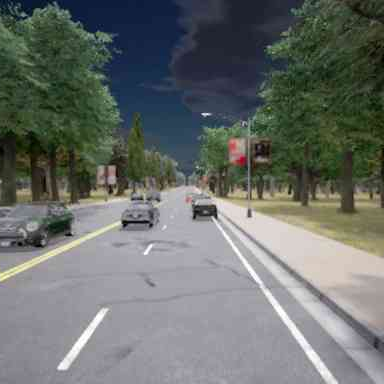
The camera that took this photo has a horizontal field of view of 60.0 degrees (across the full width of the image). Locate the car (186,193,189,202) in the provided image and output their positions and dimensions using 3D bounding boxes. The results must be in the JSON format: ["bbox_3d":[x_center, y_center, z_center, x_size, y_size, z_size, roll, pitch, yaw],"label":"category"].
[{"bbox_3d":[0.018,0.858,59.877,2.097,1.767,4.553,0,0,0],"label":"car"}]

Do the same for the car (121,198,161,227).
[{"bbox_3d":[-3.144,1.367,20.979,2.033,1.411,5.357,0,0,0],"label":"car"}]

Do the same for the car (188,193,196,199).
[{"bbox_3d":[0.024,0.934,79.037,1.895,1.301,4.718,0,0,0],"label":"car"}]

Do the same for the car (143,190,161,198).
[{"bbox_3d":[-6.530,0.749,56.824,2.150,2.045,5.566,0,1,1],"label":"car"}]

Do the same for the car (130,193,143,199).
[{"bbox_3d":[-9.766,0.986,59.591,1.882,1.535,5.008,0,1,1],"label":"car"}]

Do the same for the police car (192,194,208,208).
[{"bbox_3d":[0.989,1.069,42.354,1.930,1.638,5.238,0,0,0],"label":"police car"}]

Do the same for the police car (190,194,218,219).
[{"bbox_3d":[0.983,1.200,26.354,1.930,1.638,5.238,0,0,0],"label":"police car"}]

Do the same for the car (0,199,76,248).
[{"bbox_3d":[-6.596,1.231,13.979,2.097,1.767,4.553,0,0,0],"label":"car"}]

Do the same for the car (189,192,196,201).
[{"bbox_3d":[0.986,1.044,36.213,2.097,1.767,4.553,0,0,0],"label":"car"}]
